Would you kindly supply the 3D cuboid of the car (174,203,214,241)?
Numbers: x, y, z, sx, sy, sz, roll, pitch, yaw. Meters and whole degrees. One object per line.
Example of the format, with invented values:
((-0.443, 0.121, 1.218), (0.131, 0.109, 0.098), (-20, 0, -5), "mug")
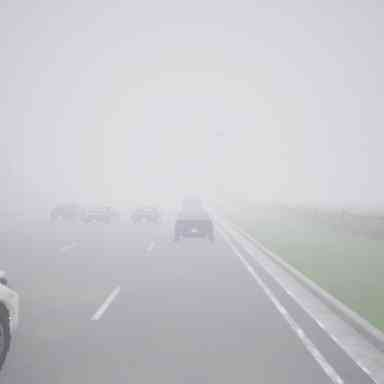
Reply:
((0.096, 1.589, 17.432), (1.882, 1.535, 5.008), (0, 0, 0), "car")

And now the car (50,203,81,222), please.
((-10.406, 1.688, 28.444), (1.837, 1.490, 4.892), (0, 0, 0), "car")

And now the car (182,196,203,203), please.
((0.093, 1.461, 37.409), (2.150, 2.045, 5.566), (0, 0, 0), "car")

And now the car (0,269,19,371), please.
((-3.400, 1.237, 2.118), (2.150, 2.045, 5.566), (0, 0, 0), "car")

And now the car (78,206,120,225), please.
((-6.905, 1.766, 25.807), (1.895, 1.301, 4.718), (0, 0, 0), "car")

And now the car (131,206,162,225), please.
((-3.406, 1.766, 25.807), (1.895, 1.301, 4.718), (0, 0, 0), "car")
